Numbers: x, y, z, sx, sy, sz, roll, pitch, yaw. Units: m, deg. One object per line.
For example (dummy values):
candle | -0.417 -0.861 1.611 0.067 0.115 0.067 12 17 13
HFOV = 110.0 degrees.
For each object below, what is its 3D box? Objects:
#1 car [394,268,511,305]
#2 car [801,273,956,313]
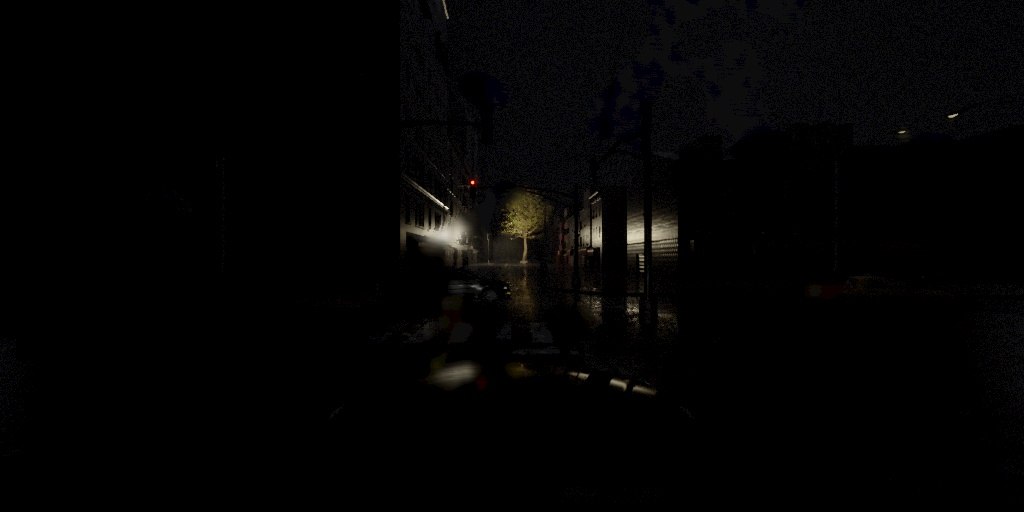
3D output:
car | -2.496 1.243 15.411 4.892 1.490 1.837 0 0 -7
car | 13.901 1.346 13.713 4.829 1.417 1.751 0 0 0
